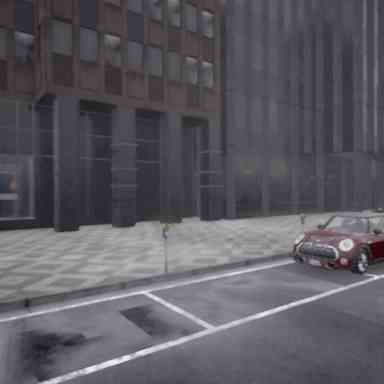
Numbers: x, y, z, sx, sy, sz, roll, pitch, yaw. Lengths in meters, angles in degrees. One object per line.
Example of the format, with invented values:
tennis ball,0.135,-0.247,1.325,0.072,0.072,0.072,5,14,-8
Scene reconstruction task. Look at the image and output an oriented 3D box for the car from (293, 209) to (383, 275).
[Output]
car,4.955,1.374,10.205,4.097,1.590,1.967,0,0,-36
